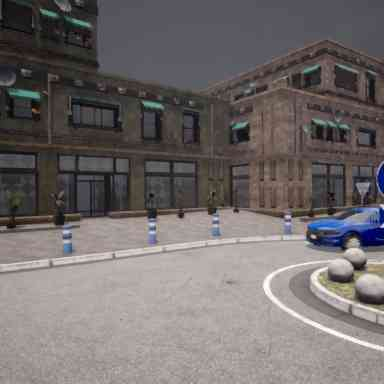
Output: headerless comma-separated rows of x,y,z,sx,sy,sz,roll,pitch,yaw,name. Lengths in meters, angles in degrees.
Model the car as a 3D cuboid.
6.829,1.355,12.894,5.008,1.535,1.882,0,0,-17,car
